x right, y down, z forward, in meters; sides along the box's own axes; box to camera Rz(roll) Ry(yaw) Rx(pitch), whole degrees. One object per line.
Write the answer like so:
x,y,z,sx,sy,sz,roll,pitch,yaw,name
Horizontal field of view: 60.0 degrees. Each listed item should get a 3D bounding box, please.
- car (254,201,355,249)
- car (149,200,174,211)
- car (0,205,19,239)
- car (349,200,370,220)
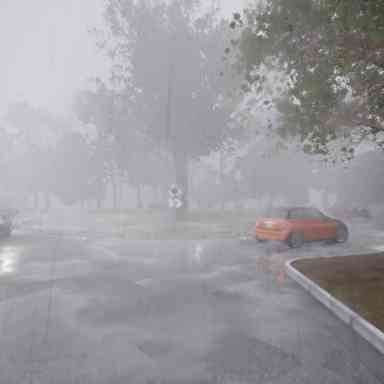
5.090,1.459,15.308,4.553,1.767,2.097,0,0,-33,car
-3.466,1.796,45.814,5.008,1.535,1.882,0,-1,-3,car
-11.503,1.343,17.328,5.566,2.045,2.150,0,-1,39,car
14.542,1.568,30.963,2.097,1.767,4.553,0,0,0,car
